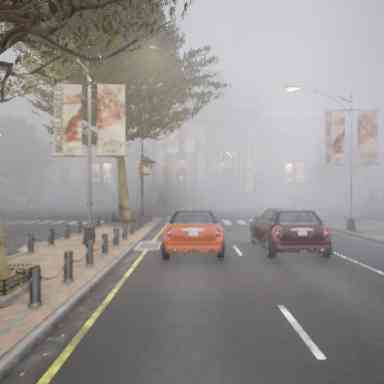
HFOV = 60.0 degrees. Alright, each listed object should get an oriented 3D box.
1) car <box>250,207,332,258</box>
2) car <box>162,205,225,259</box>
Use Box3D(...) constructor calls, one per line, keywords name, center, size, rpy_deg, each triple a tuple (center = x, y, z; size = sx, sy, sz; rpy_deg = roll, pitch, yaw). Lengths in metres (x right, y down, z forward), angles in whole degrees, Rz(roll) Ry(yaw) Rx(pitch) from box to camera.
Box3D(name="car", center=(3.559, 1.343, 12.800), size=(2.097, 1.767, 4.553), rpy_deg=(0, 0, 0))
Box3D(name="car", center=(0.058, 1.342, 12.732), size=(2.097, 1.767, 4.553), rpy_deg=(0, 0, 0))
